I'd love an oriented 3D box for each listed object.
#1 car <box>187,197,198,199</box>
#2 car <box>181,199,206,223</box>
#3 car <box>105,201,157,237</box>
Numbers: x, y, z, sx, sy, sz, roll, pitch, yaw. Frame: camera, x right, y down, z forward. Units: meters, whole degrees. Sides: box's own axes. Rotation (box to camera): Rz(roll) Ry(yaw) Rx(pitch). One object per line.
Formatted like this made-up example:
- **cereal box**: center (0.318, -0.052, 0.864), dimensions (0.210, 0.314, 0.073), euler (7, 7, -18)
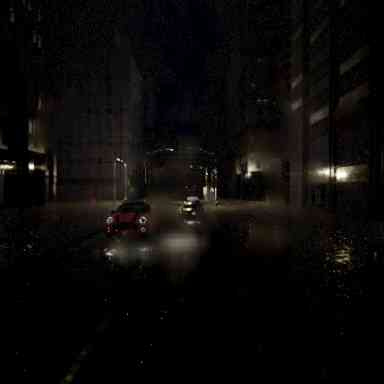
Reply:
- **car**: center (0.123, 1.398, 42.743), dimensions (2.128, 1.511, 4.902), euler (0, 0, 0)
- **car**: center (0.116, 1.493, 25.096), dimensions (2.033, 1.411, 5.357), euler (0, 0, 0)
- **car**: center (-3.089, 1.314, 17.559), dimensions (2.097, 1.767, 4.553), euler (0, 0, 0)
